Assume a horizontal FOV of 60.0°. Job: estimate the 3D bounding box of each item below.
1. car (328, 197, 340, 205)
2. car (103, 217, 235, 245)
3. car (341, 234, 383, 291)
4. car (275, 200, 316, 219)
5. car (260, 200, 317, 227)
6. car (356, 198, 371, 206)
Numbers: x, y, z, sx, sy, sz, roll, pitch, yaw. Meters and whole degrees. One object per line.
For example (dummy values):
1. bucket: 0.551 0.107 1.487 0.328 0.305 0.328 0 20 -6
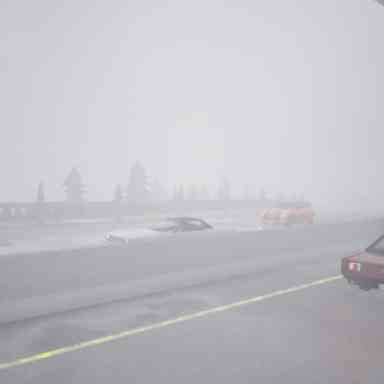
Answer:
1. car: 29.045 1.773 68.056 1.837 1.490 4.892 0 0 15
2. car: -0.740 1.601 12.148 4.718 1.301 1.895 0 0 -37
3. car: 5.584 1.601 7.854 4.718 1.301 1.895 0 0 -37
4. car: 9.742 1.544 30.999 1.837 1.490 4.892 0 0 41
5. car: 6.647 1.369 22.819 4.553 1.767 2.097 0 0 -44
6. car: 29.722 1.741 57.860 2.033 1.411 5.357 0 0 20
